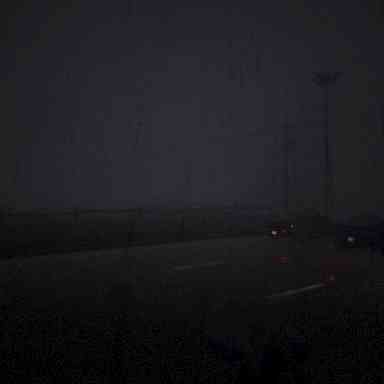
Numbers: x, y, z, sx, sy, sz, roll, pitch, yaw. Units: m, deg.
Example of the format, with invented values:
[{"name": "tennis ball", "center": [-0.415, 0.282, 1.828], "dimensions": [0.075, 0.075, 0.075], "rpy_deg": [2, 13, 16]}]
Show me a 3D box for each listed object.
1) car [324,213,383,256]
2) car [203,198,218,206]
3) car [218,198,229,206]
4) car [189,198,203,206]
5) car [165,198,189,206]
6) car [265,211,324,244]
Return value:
[{"name": "car", "center": [7.902, 1.624, 13.821], "dimensions": [5.008, 1.535, 1.882], "rpy_deg": [1, 0, -36]}, {"name": "car", "center": [2.316, 1.884, 65.480], "dimensions": [1.882, 1.535, 5.008], "rpy_deg": [1, 0, -36]}, {"name": "car", "center": [5.383, 1.968, 67.251], "dimensions": [1.812, 1.442, 4.674], "rpy_deg": [1, 0, -36]}, {"name": "car", "center": [-0.778, 1.917, 63.766], "dimensions": [2.033, 1.411, 5.357], "rpy_deg": [1, 0, -35]}, {"name": "car", "center": [-3.129, 1.839, 60.995], "dimensions": [1.837, 1.490, 4.892], "rpy_deg": [1, 0, -36]}, {"name": "car", "center": [5.613, 1.669, 16.484], "dimensions": [4.674, 1.442, 1.812], "rpy_deg": [0, 0, -36]}]
